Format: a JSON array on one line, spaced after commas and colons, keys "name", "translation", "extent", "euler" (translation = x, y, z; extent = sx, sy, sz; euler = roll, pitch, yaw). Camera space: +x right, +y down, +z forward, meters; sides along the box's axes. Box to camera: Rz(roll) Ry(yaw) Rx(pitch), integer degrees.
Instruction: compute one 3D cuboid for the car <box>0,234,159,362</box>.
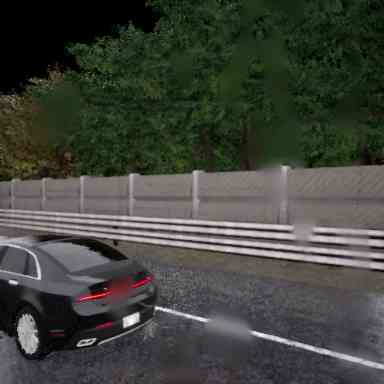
[{"name": "car", "translation": [-2.803, 1.526, 5.990], "extent": [4.892, 1.490, 1.837], "euler": [0, 0, 35]}]
